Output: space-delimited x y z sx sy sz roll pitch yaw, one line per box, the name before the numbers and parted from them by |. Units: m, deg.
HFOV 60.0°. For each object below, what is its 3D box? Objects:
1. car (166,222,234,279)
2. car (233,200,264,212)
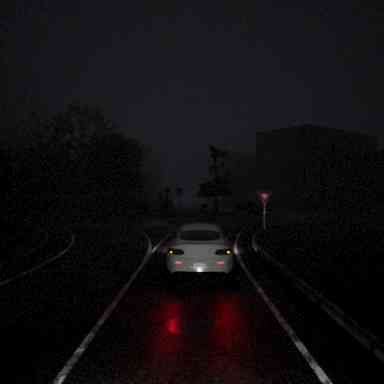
car | 0.258 1.652 10.352 1.812 1.442 4.674 0 -1 2
car | 7.470 1.846 44.661 1.882 1.535 5.008 0 -1 -28
